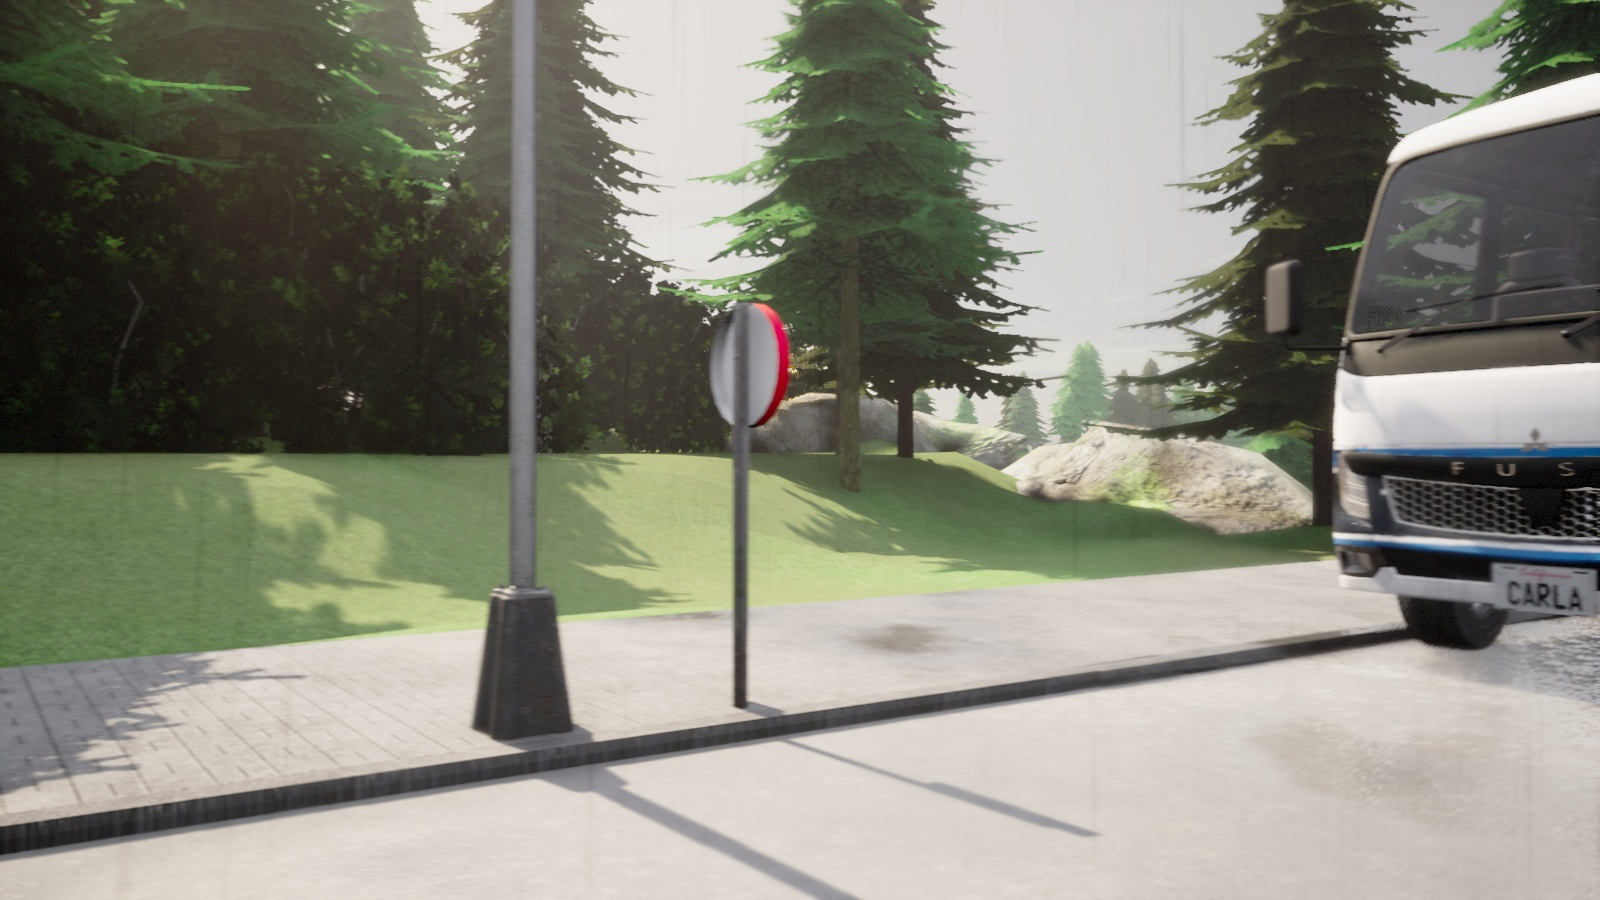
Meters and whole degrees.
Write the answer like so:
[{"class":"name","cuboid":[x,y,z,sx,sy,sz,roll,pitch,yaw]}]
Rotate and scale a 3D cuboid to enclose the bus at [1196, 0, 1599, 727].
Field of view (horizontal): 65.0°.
[{"class":"bus","cuboid":[8.221,-0.624,10.199,10.273,4.253,3.944,0,-1,-34]}]
